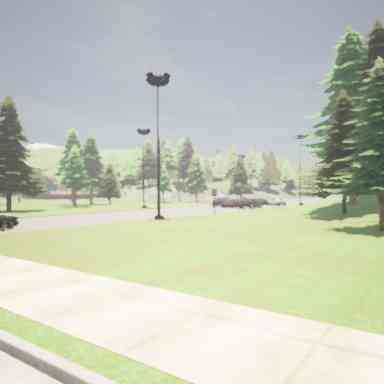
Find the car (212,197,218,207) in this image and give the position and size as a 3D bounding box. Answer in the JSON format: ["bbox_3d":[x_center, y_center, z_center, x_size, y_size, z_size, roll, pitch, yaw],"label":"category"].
[{"bbox_3d":[5.269,1.603,56.593,2.097,1.767,4.553,-1,0,37],"label":"car"}]

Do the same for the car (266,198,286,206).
[{"bbox_3d":[14.748,1.711,57.751,1.812,1.442,4.674,-1,0,36],"label":"car"}]

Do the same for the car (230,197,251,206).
[{"bbox_3d":[9.109,1.775,61.898,1.812,1.442,4.674,-1,0,36],"label":"car"}]

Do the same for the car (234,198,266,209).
[{"bbox_3d":[8.666,1.693,49.394,1.837,1.490,4.892,-1,0,37],"label":"car"}]

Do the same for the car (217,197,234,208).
[{"bbox_3d":[6.314,1.784,52.126,1.994,1.385,4.181,-1,0,37],"label":"car"}]

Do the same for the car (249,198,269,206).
[{"bbox_3d":[12.176,1.782,60.160,1.994,1.385,4.181,-1,0,36],"label":"car"}]

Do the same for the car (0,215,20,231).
[{"bbox_3d":[-13.154,1.803,20.207,1.895,1.301,4.718,-1,0,37],"label":"car"}]
